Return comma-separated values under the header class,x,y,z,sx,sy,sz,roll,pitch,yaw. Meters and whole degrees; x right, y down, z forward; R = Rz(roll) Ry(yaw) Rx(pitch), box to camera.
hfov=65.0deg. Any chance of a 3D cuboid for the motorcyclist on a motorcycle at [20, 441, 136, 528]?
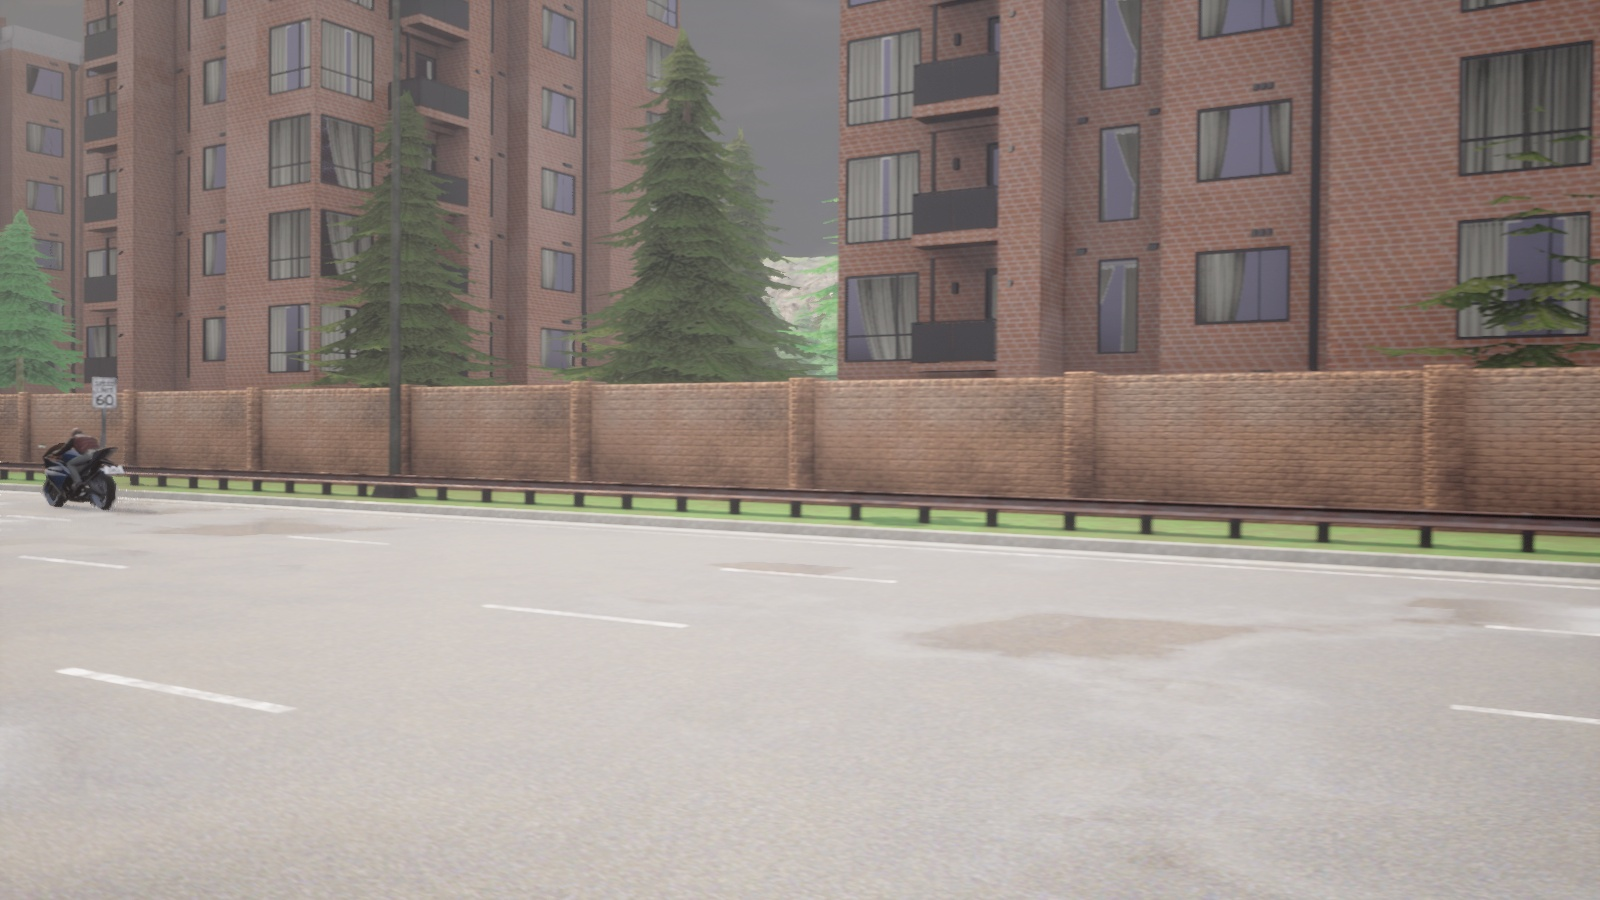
class,x,y,z,sx,sy,sz,roll,pitch,yaw
motorcyclist on a motorcycle,-13.268,0.608,23.066,2.191,1.530,0.866,0,1,31
